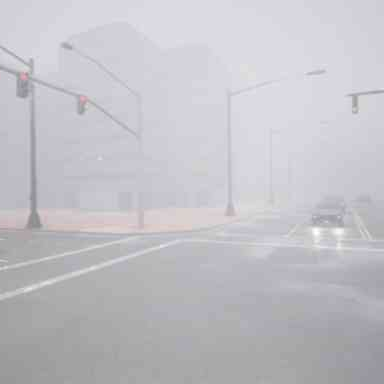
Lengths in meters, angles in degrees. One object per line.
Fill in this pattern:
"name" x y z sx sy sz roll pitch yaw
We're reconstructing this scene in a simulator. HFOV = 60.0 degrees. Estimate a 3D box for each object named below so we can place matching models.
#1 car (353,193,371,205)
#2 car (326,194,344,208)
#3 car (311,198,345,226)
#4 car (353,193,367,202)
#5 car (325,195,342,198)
"car" 24.598 1.001 47.778 1.837 1.490 4.892 -1 0 24
"car" 17.589 1.101 40.762 1.882 1.535 5.008 -1 0 24
"car" 9.041 1.351 22.067 2.033 1.411 5.357 -1 0 24
"car" 28.800 0.933 57.080 1.812 1.442 4.674 -1 0 24
"car" 13.295 1.065 31.423 2.097 1.767 4.553 -1 0 25
